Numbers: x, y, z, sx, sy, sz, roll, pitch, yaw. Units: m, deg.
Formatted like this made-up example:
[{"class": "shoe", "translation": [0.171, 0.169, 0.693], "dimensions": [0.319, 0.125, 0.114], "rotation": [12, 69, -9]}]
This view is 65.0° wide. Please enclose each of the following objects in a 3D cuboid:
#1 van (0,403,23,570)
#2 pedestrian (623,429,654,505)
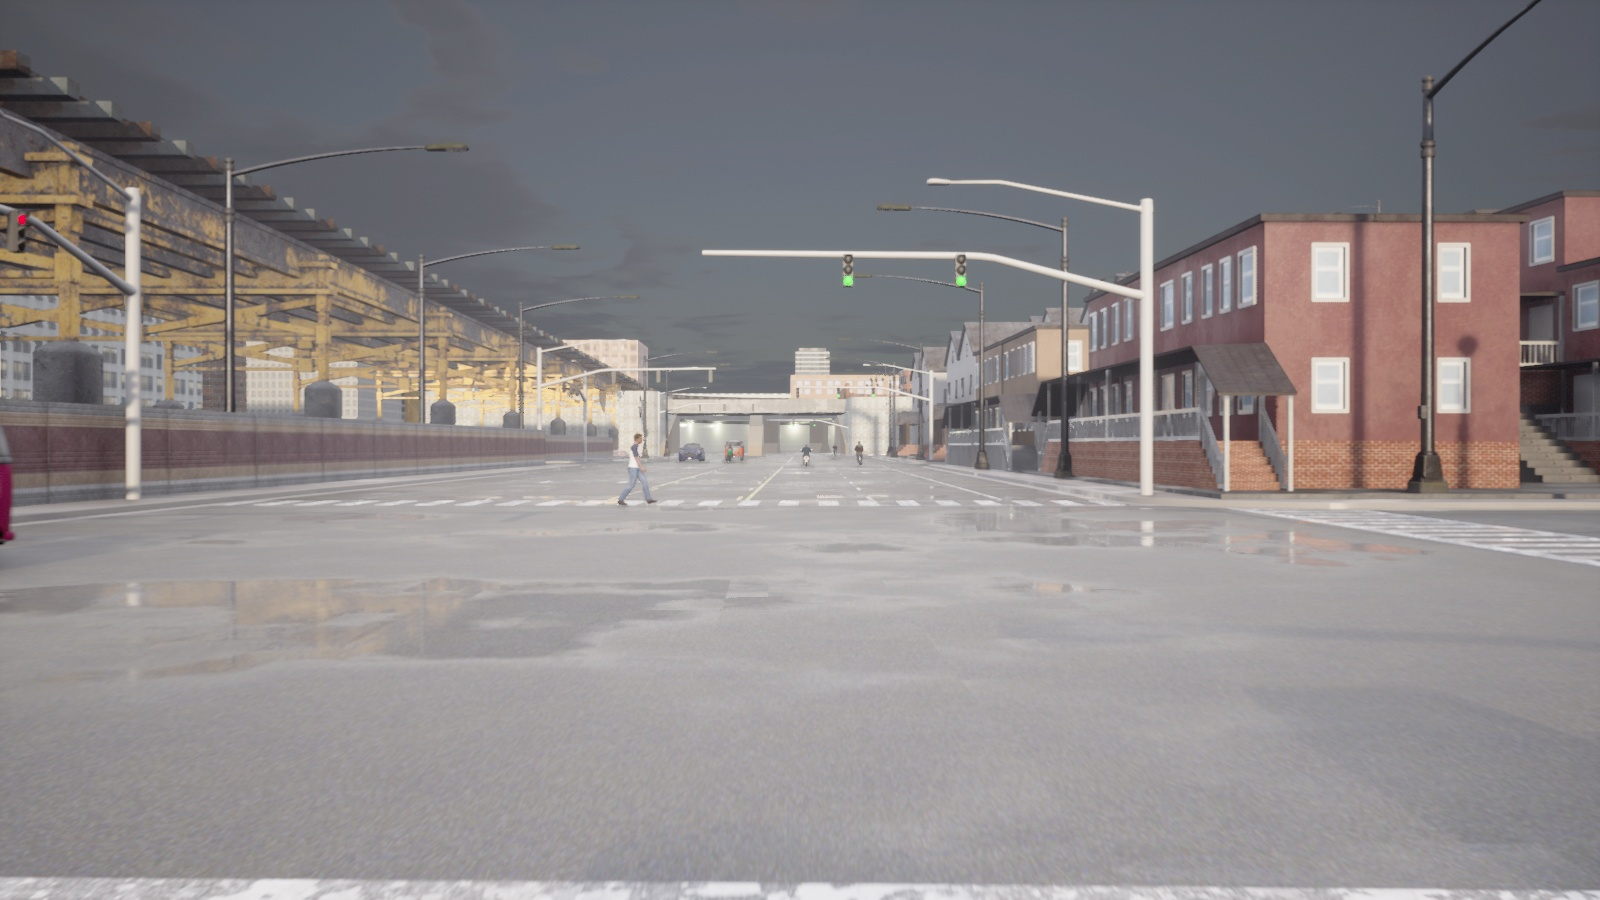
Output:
[{"class": "van", "translation": [-10.418, 0.441, 13.159], "dimensions": [1.775, 1.987, 4.442], "rotation": [0, 0, 0]}, {"class": "pedestrian", "translation": [-3.958, 0.412, 30.730], "dimensions": [0.706, 1.836, 0.354], "rotation": [0, 0, 1]}]
